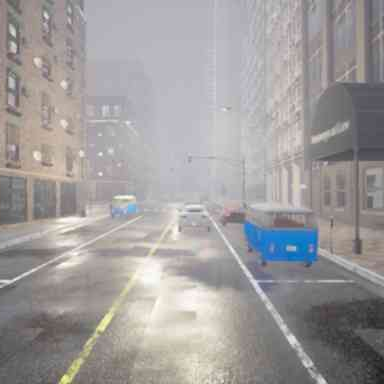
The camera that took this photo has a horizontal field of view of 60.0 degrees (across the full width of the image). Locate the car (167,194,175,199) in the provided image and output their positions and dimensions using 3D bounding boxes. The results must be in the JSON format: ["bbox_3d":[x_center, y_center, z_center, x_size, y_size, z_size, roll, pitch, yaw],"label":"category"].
[{"bbox_3d":[-5.490,1.268,88.489,1.802,1.307,4.206,1,0,0],"label":"car"}]

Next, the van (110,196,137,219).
[{"bbox_3d":[-5.701,1.244,27.954,1.690,1.788,3.998,1,0,0],"label":"van"}]

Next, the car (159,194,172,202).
[{"bbox_3d":[-5.537,1.318,65.870,2.008,1.369,4.403,1,0,0],"label":"car"}]

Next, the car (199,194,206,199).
[{"bbox_3d":[2.902,1.247,94.128,1.802,1.307,4.206,1,0,0],"label":"car"}]

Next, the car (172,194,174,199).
[{"bbox_3d":[-5.525,1.298,71.525,2.008,1.369,4.403,1,0,0],"label":"car"}]

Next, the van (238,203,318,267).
[{"bbox_3d":[2.730,1.303,10.951,1.690,1.788,3.998,1,0,0],"label":"van"}]

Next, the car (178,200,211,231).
[{"bbox_3d":[0.145,1.456,19.903,1.812,1.442,4.674,0,0,1],"label":"car"}]

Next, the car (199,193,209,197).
[{"bbox_3d":[2.854,1.329,71.510,1.802,1.307,4.206,1,0,0],"label":"car"}]

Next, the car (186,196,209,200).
[{"bbox_3d":[0.146,1.392,32.133,2.163,1.488,4.792,0,0,-1],"label":"car"}]

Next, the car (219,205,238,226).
[{"bbox_3d":[2.750,1.504,22.253,1.802,1.307,4.206,1,0,0],"label":"car"}]

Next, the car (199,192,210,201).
[{"bbox_3d":[2.870,1.042,77.163,2.192,1.841,5.009,1,0,0],"label":"car"}]
